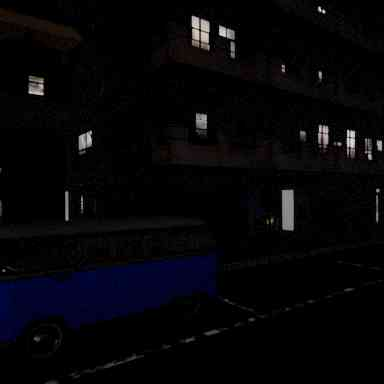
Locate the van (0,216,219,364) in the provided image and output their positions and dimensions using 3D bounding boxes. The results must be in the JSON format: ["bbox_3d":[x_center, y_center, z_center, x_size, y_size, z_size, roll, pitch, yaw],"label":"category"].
[{"bbox_3d":[-1.417,1.341,5.554,3.998,1.788,1.690,0,0,-35],"label":"van"}]
